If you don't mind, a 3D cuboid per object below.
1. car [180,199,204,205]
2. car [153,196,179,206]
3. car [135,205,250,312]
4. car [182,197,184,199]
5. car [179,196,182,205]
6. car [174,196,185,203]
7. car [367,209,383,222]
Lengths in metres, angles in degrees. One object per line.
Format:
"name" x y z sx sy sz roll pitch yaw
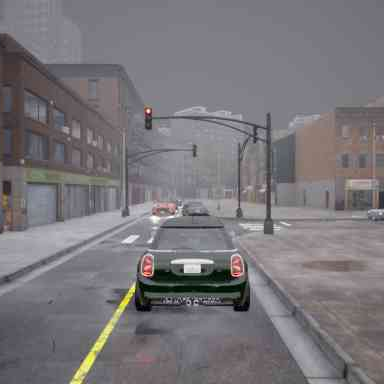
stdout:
"car" 0.285 1.569 29.877 1.994 1.385 4.181 0 0 -7
"car" -2.791 1.359 33.887 2.097 1.767 4.553 0 0 0
"car" 0.022 1.352 7.894 2.097 1.767 4.553 0 0 0
"car" -2.744 1.379 53.946 2.097 1.767 4.553 0 0 0
"car" -2.772 1.563 43.880 2.033 1.411 5.357 0 0 0
"car" -2.628 1.598 69.299 2.033 1.411 5.357 0 0 0
"car" 14.909 1.511 23.226 4.718 1.301 1.895 0 0 0
